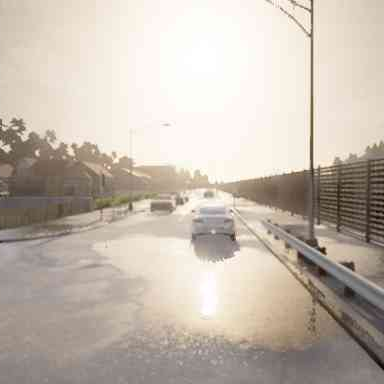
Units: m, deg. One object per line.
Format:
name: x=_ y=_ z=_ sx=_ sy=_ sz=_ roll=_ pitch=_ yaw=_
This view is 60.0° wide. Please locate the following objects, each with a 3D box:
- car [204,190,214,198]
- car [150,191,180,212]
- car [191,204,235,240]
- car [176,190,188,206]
car: x=3.248 y=0.326 z=64.361 sx=1.882 sy=1.535 sz=5.008 roll=0 pitch=1 yaw=3
car: x=-2.522 y=0.953 z=30.036 sx=1.882 sy=1.535 sz=5.008 roll=0 pitch=1 yaw=3
car: x=0.939 y=1.251 z=15.186 sx=1.812 sy=1.442 sz=4.674 roll=0 pitch=1 yaw=3
car: x=-2.008 y=0.650 z=39.949 sx=2.097 sy=1.767 sz=4.553 roll=0 pitch=1 yaw=3
